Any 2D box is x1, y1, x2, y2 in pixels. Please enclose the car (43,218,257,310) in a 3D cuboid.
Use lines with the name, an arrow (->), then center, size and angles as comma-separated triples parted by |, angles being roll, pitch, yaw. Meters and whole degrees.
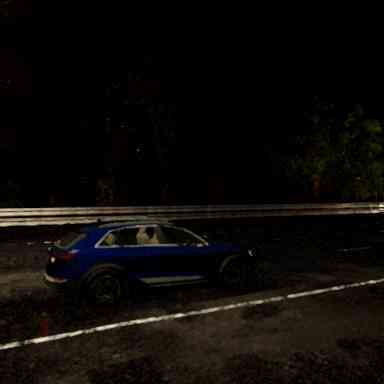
car -> -0.787, 1.424, 7.703 | 4.856, 1.649, 2.033 | 0, 0, -26
